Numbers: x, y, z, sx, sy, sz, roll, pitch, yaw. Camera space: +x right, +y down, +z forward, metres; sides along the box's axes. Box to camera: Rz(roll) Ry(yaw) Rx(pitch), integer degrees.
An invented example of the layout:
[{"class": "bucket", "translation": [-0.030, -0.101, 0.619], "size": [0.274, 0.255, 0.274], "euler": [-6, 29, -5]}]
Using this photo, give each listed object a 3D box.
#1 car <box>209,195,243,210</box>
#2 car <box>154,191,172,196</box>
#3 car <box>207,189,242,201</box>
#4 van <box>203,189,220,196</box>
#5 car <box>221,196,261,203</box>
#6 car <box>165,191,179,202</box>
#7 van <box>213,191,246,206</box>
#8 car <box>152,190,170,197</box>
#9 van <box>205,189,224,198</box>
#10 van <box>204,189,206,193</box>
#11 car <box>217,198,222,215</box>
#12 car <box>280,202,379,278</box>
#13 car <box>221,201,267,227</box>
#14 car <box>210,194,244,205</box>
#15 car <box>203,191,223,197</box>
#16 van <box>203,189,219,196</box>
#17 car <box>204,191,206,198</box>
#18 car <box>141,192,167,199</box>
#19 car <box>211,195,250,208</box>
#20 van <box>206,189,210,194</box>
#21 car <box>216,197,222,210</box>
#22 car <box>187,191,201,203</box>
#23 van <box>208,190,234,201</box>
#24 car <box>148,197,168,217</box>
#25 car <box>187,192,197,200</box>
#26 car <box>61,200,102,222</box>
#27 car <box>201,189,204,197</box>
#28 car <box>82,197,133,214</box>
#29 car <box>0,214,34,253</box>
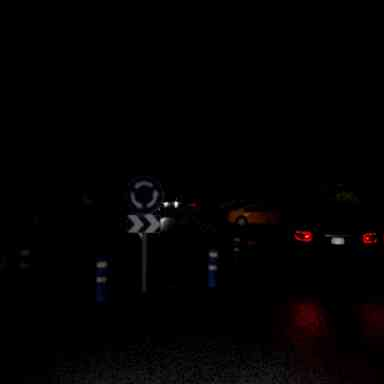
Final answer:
[{"class": "car", "translation": [4.787, 1.388, 35.295], "size": [5.366, 1.575, 1.946], "euler": [0, 1, 0]}, {"class": "car", "translation": [-7.818, 0.463, 90.884], "size": [4.674, 1.452, 2.002], "euler": [0, 1, 0]}, {"class": "car", "translation": [5.030, 1.008, 40.826], "size": [5.566, 2.045, 2.435], "euler": [0, 1, 0]}, {"class": "van", "translation": [5.376, 0.192, 90.799], "size": [4.442, 1.987, 1.878], "euler": [0, 1, 0]}, {"class": "car", "translation": [4.962, 1.461, 27.107], "size": [4.553, 1.767, 2.185], "euler": [0, 1, 0]}, {"class": "car", "translation": [-3.462, 0.661, 58.267], "size": [2.150, 2.045, 5.566], "euler": [0, 0, 1]}, {"class": "van", "translation": [5.147, 0.901, 46.488], "size": [4.442, 1.987, 1.878], "euler": [0, 1, 0]}, {"class": "car", "translation": [-7.881, 0.381, 85.330], "size": [4.553, 1.767, 2.185], "euler": [0, 1, 0]}, {"class": "van", "translation": [5.318, 0.360, 79.720], "size": [4.442, 1.987, 1.878], "euler": [0, 1, 0]}, {"class": "van", "translation": [4.999, 0.613, 62.976], "size": [4.442, 1.987, 1.878], "euler": [0, 1, 0]}, {"class": "car", "translation": [4.915, 1.553, 29.756], "size": [4.792, 1.488, 2.163], "euler": [0, 1, 0]}, {"class": "car", "translation": [4.158, 1.318, 10.741], "size": [2.150, 2.045, 5.566], "euler": [0, -1, 13]}, {"class": "car", "translation": [4.911, 1.652, 24.340], "size": [5.008, 1.535, 2.097], "euler": [0, 1, 0]}, {"class": "car", "translation": [5.074, 1.096, 49.264], "size": [4.792, 1.488, 2.163], "euler": [0, 1, 0]}, {"class": "car", "translation": [5.224, 0.504, 85.138], "size": [5.008, 1.535, 2.097], "euler": [0, 1, 0]}, {"class": "van", "translation": [5.389, 0.152, 93.444], "size": [4.442, 1.987, 1.878], "euler": [0, 1, 0]}, {"class": "car", "translation": [5.092, 0.923, 57.440], "size": [5.008, 1.535, 2.097], "euler": [0, 1, 0]}, {"class": "car", "translation": [-8.106, 0.714, 71.454], "size": [5.366, 1.575, 1.946], "euler": [0, 1, 0]}, {"class": "car", "translation": [4.987, 1.223, 43.601], "size": [4.792, 1.488, 2.163], "euler": [0, 1, 0]}, {"class": "van", "translation": [4.964, 0.742, 54.651], "size": [4.442, 1.987, 1.878], "euler": [0, 1, 0]}, {"class": "car", "translation": [4.956, 1.497, 32.525], "size": [4.674, 1.452, 2.002], "euler": [0, 1, 0]}, {"class": "car", "translation": [0.091, 0.981, 55.553], "size": [1.837, 1.490, 4.892], "euler": [0, 1, 1]}, {"class": "van", "translation": [5.218, 0.655, 60.205], "size": [4.442, 1.987, 1.878], "euler": [0, 1, 0]}, {"class": "car", "translation": [-3.684, 1.499, 31.962], "size": [1.837, 1.490, 4.892], "euler": [0, 1, 0]}, {"class": "car", "translation": [0.090, 0.798, 65.701], "size": [1.882, 1.535, 5.008], "euler": [0, 1, 0]}, {"class": "car", "translation": [-8.179, 1.624, 27.055], "size": [4.792, 1.488, 2.163], "euler": [0, 1, 0]}, {"class": "car", "translation": [5.116, 0.504, 68.515], "size": [5.566, 2.045, 2.435], "euler": [0, 1, 0]}, {"class": "car", "translation": [-8.130, 1.528, 29.829], "size": [5.008, 1.535, 2.097], "euler": [0, 1, 0]}, {"class": "car", "translation": [-7.669, 1.541, 11.423], "size": [1.837, 1.490, 4.892], "euler": [-3, -2, 15]}]
